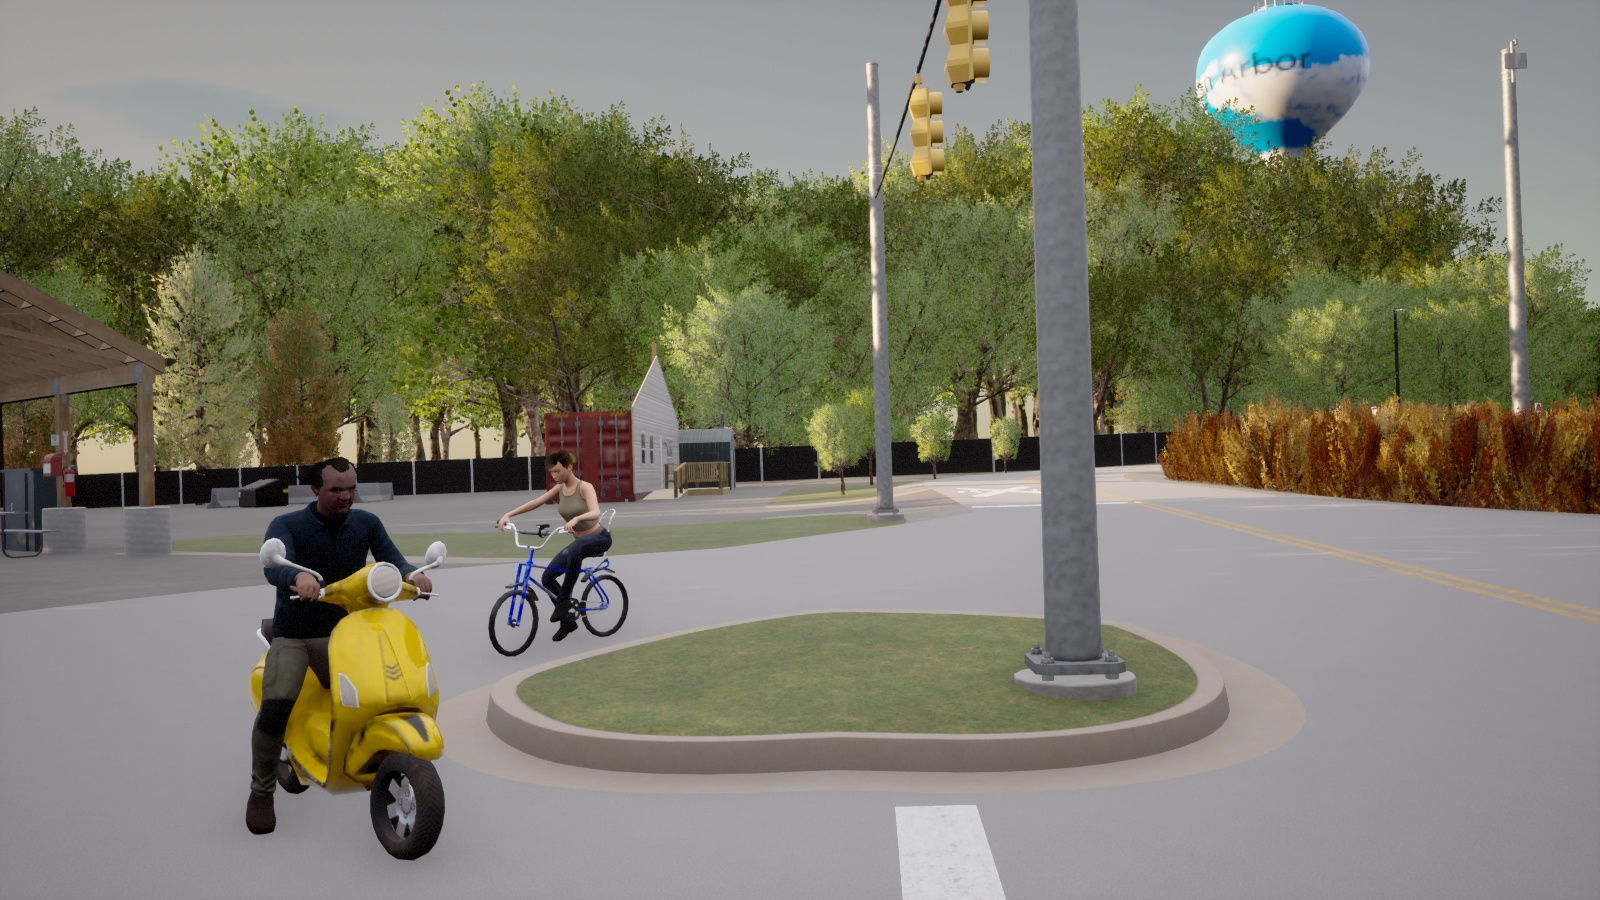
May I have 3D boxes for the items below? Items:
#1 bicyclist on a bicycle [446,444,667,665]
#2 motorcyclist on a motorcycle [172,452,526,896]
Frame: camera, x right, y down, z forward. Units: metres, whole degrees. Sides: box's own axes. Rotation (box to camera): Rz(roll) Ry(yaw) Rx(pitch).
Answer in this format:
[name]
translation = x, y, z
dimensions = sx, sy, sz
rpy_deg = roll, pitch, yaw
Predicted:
[bicyclist on a bicycle]
translation = -1.977, 0.794, 10.331
dimensions = 0.866, 1.612, 1.509
rpy_deg = -1, 2, 39
[motorcyclist on a motorcycle]
translation = -2.025, 0.809, 5.480
dimensions = 0.866, 1.590, 1.817
rpy_deg = 0, 0, -40
